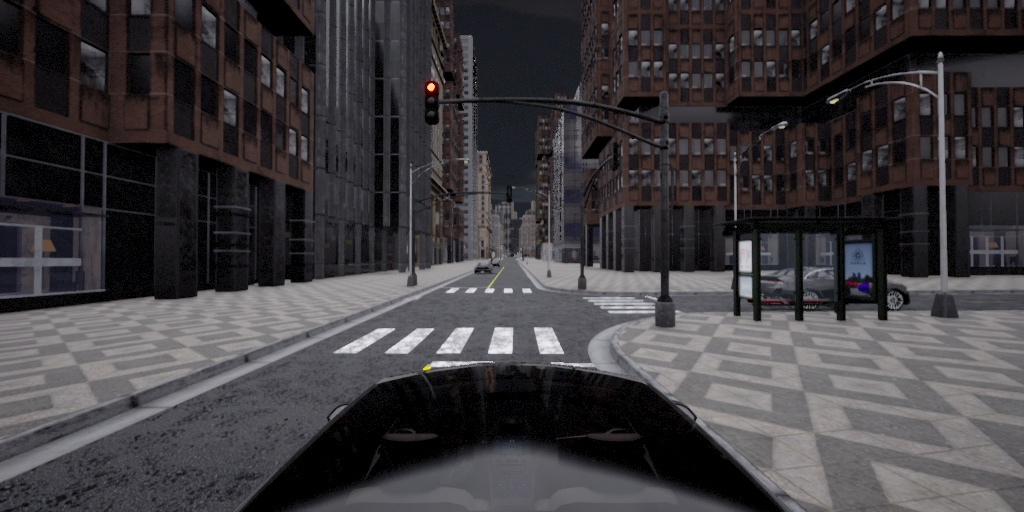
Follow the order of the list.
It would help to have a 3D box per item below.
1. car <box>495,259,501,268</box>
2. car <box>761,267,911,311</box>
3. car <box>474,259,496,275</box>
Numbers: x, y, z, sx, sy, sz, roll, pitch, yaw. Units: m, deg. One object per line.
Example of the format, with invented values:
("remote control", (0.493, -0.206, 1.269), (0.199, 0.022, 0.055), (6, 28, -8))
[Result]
("car", (-2.928, 1.240, 61.885), (1.837, 1.490, 4.892), (0, 0, 0))
("car", (11.518, 1.138, 13.102), (4.902, 1.511, 2.128), (0, -1, 0))
("car", (-3.049, 1.339, 39.109), (1.895, 1.301, 4.718), (0, 0, 0))
